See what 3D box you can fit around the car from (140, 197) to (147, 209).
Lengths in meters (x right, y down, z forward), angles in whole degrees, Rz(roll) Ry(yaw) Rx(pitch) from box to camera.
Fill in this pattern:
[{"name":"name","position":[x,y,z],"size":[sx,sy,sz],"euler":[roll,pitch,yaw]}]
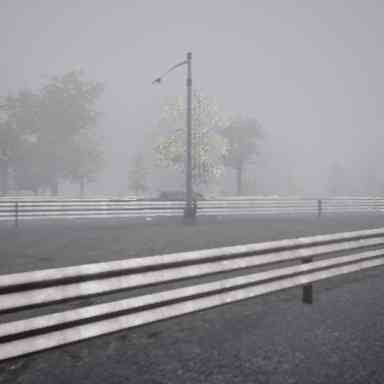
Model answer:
[{"name":"car","position":[-1.762,1.155,29.450],"size":[4.892,1.490,1.837],"euler":[0,0,-22]}]

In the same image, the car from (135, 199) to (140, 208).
[{"name":"car","position":[-3.175,1.165,32.656],"size":[4.902,1.511,2.128],"euler":[0,0,-22]}]

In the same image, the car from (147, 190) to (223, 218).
[{"name":"car","position":[-0.334,0.866,26.268],"size":[5.566,2.045,2.150],"euler":[0,0,-22]}]
